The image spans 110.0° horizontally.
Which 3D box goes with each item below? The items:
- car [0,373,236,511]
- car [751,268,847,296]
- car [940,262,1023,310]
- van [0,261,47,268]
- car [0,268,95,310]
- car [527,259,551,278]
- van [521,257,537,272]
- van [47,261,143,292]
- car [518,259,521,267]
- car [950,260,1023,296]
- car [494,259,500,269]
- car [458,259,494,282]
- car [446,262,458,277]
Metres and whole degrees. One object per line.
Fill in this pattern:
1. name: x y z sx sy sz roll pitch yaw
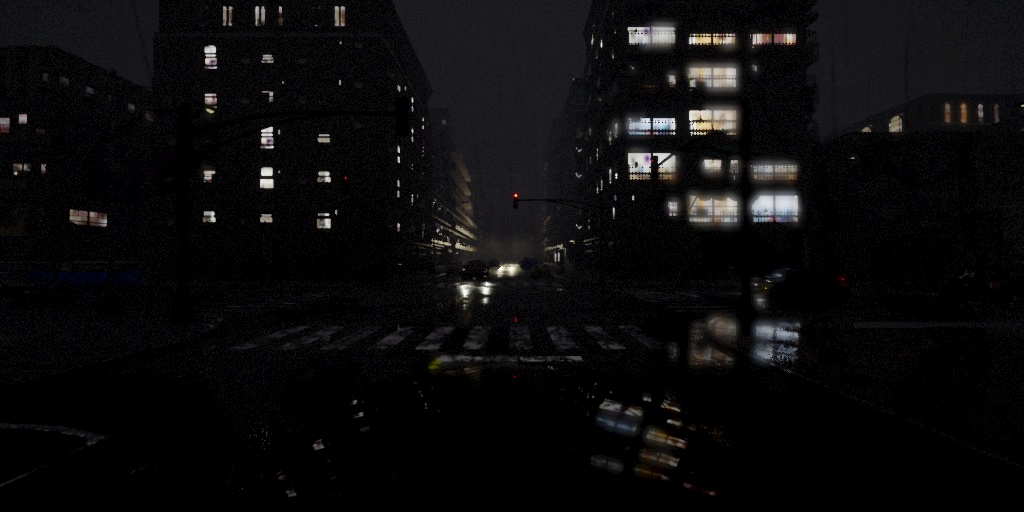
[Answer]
1. car: -2.747 1.241 0.312 2.128 1.511 4.902 0 0 0
2. car: 14.691 1.303 18.642 4.181 1.385 1.994 0 -1 1
3. car: 18.665 1.102 13.164 4.097 1.591 1.967 0 0 1
4. van: -30.444 1.200 21.706 3.998 1.789 1.690 0 0 1
5. car: -19.362 1.289 13.677 4.403 1.370 2.007 0 0 1
6. car: 2.628 1.287 33.594 1.751 1.417 4.829 0 0 0
7. van: 2.502 1.116 47.427 1.690 1.789 3.998 0 0 0
8. van: -24.850 1.189 21.631 3.998 1.789 1.690 0 0 1
9. car: 2.458 1.096 53.081 2.192 1.841 5.009 0 0 0
10. car: 26.175 1.067 18.488 4.553 1.767 2.097 0 -1 1
11. car: -2.867 1.229 57.410 1.837 1.490 4.892 0 0 0
12. car: -2.807 1.107 28.959 2.097 1.767 4.553 0 0 0
13. car: -5.516 1.315 36.033 2.007 1.370 4.403 0 0 0
